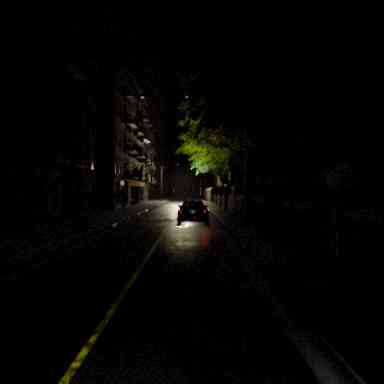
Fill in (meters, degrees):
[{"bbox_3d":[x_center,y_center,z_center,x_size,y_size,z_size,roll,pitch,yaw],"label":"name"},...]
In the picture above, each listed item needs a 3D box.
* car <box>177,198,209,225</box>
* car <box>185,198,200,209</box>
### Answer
[{"bbox_3d":[0.068,1.306,23.424,2.097,1.767,4.553,0,0,0],"label":"car"},{"bbox_3d":[0.043,1.475,44.434,1.994,1.385,4.181,0,0,0],"label":"car"}]
